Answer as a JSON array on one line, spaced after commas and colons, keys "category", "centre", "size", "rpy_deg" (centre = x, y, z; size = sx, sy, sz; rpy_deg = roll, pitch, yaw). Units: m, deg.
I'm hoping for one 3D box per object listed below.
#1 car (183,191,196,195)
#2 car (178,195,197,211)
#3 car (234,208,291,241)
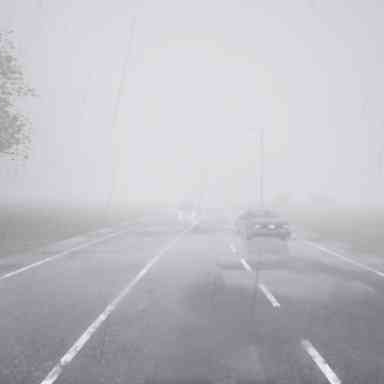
[{"category": "car", "centre": [-0.695, 0.876, 74.007], "size": [2.150, 2.045, 5.566], "rpy_deg": [0, 0, -1]}, {"category": "car", "centre": [-0.510, 1.404, 38.065], "size": [1.812, 1.442, 4.674], "rpy_deg": [0, 0, 2]}, {"category": "car", "centre": [3.330, 1.503, 16.486], "size": [2.033, 1.411, 5.357], "rpy_deg": [0, 0, -1]}]
